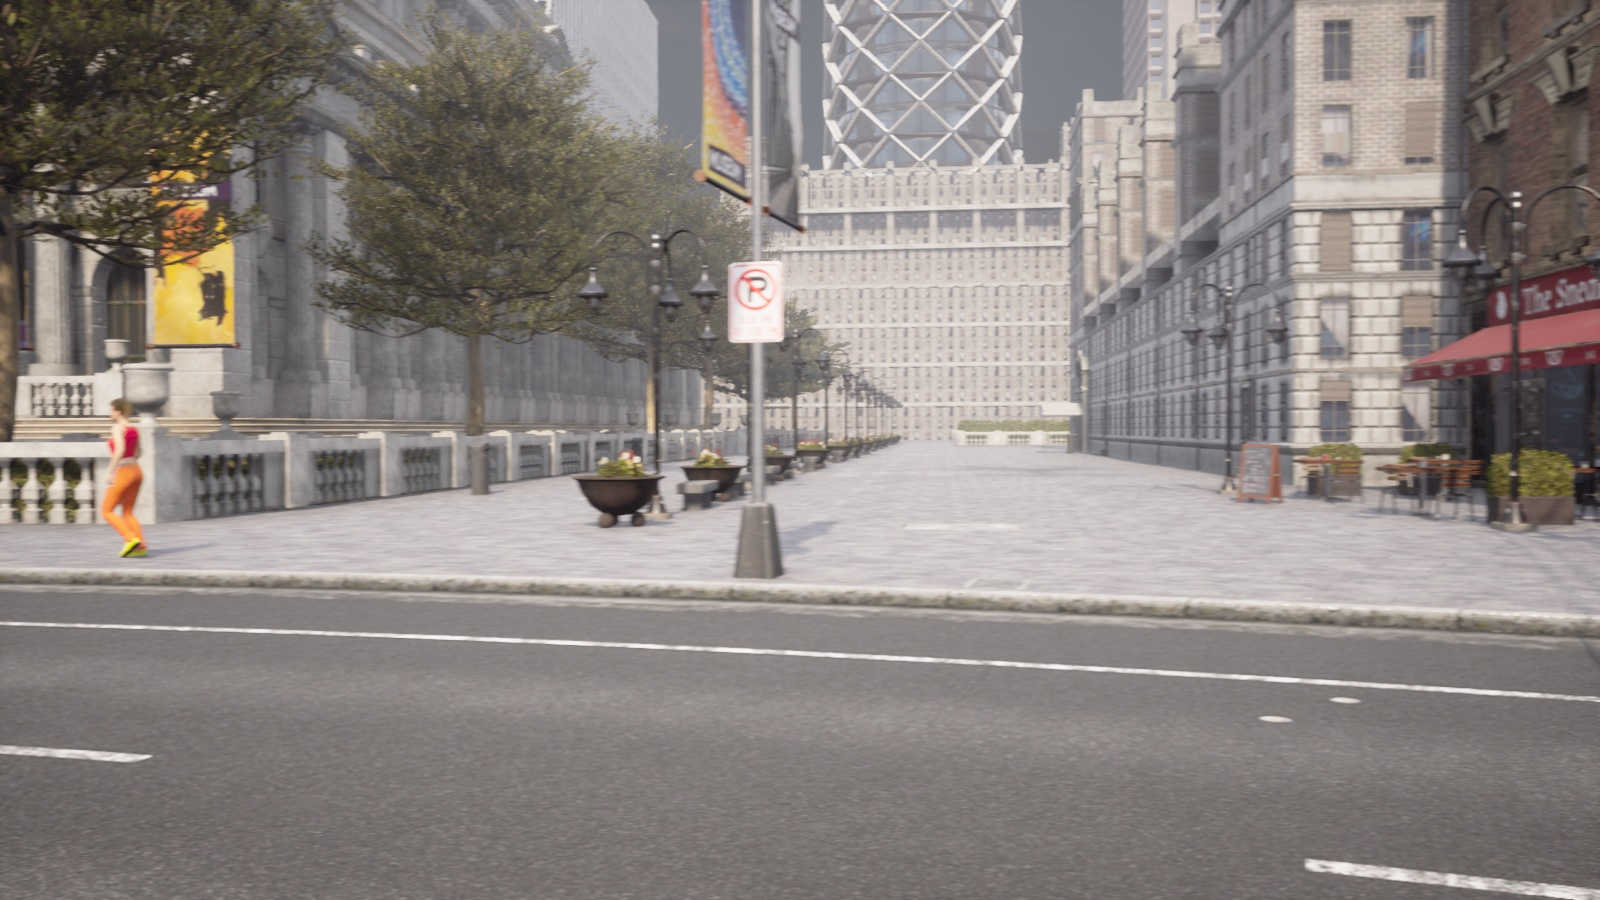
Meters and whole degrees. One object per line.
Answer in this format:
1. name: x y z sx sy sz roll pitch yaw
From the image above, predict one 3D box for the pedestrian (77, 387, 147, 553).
1. pedestrian: -7.718 0.217 14.103 0.594 1.836 0.345 0 1 9
